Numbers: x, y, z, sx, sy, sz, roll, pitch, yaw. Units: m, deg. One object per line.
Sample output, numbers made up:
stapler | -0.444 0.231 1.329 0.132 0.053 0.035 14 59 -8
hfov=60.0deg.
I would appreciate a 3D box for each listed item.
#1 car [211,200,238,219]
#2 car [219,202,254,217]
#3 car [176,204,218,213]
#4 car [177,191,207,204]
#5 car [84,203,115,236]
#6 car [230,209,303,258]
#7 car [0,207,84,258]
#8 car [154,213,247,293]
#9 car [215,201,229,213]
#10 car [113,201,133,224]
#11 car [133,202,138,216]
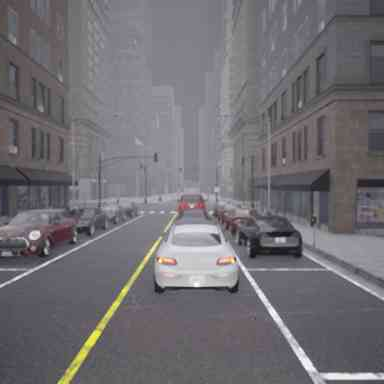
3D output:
car | 2.738 1.458 28.903 1.887 1.381 4.507 -1 0 0
car | 2.743 1.490 17.892 1.887 1.381 4.507 -1 0 0
car | 0.089 1.511 17.117 1.994 1.385 4.181 0 0 0
car | -0.012 1.141 26.503 2.150 2.045 5.566 0 0 0
car | -5.782 1.511 17.889 1.947 1.339 4.313 -1 0 0
car | 2.746 1.527 12.388 1.947 1.339 4.313 -1 0 0
car | -5.781 1.401 12.383 1.967 1.590 4.097 -1 0 0
car | 0.096 1.499 8.631 1.812 1.442 4.674 0 0 0
car | 2.741 1.474 23.398 1.887 1.381 4.507 -1 0 0
car | -5.784 1.480 23.394 2.008 1.369 4.403 -1 0 0
car | -5.786 1.458 28.900 1.887 1.381 4.507 -1 0 0
